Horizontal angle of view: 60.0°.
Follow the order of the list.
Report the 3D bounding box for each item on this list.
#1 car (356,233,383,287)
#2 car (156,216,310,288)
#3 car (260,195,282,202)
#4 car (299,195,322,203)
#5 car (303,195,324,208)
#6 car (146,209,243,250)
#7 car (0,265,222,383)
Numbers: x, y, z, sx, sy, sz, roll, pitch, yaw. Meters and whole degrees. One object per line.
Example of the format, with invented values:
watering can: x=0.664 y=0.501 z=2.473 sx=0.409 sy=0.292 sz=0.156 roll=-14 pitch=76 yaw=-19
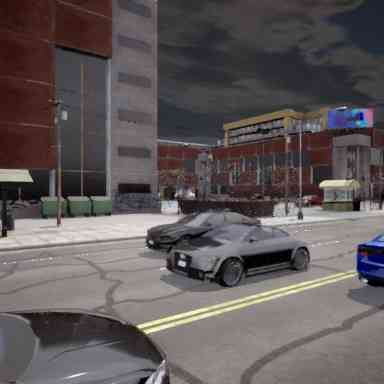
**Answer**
car: x=6.017 y=1.478 z=8.106 sx=5.008 sy=1.535 sz=1.882 roll=0 pitch=0 yaw=-35
car: x=1.382 y=1.564 z=9.286 sx=4.181 sy=1.385 sz=1.994 roll=0 pitch=0 yaw=-36
car: x=17.701 y=1.398 z=74.335 sx=4.786 sy=1.482 sz=2.161 roll=0 pitch=0 yaw=-36
car: x=23.522 y=1.420 z=66.197 sx=4.674 sy=1.452 sz=2.002 roll=0 pitch=0 yaw=-36
car: x=16.636 y=1.254 z=47.128 sx=4.553 sy=1.767 sz=2.185 roll=0 pitch=0 yaw=-36
car: x=0.608 y=1.477 z=13.035 sx=5.008 sy=1.535 sz=1.882 roll=0 pitch=0 yaw=-36
car: x=-2.402 y=1.491 z=2.034 sx=4.902 sy=1.511 sz=2.128 roll=0 pitch=0 yaw=-36
